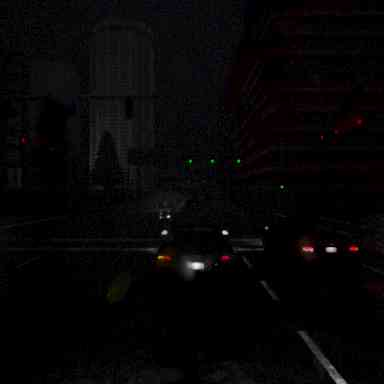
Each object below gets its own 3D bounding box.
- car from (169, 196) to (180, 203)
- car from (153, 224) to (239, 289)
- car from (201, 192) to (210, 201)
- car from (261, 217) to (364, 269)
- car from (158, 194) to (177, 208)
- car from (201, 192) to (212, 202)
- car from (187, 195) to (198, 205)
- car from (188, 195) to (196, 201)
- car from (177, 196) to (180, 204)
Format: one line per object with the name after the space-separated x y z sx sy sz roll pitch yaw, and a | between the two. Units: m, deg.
-3.476 1.454 66.504 1.812 1.442 4.674 0 0 0 | car
0.079 1.554 9.153 1.994 1.385 4.181 0 0 0 | car
3.531 1.113 86.320 2.150 2.045 5.566 0 0 0 | car
3.653 1.535 11.131 2.033 1.411 5.357 0 0 1 | car
-3.578 1.441 46.600 2.128 1.511 4.902 0 0 0 | car
3.527 1.410 76.436 1.837 1.490 4.892 0 0 0 | car
0.117 1.500 58.542 1.994 1.385 4.181 0 0 0 | car
0.028 1.414 79.865 1.837 1.490 4.892 0 0 0 | car
-3.550 1.291 56.525 2.097 1.767 4.553 0 0 0 | car
